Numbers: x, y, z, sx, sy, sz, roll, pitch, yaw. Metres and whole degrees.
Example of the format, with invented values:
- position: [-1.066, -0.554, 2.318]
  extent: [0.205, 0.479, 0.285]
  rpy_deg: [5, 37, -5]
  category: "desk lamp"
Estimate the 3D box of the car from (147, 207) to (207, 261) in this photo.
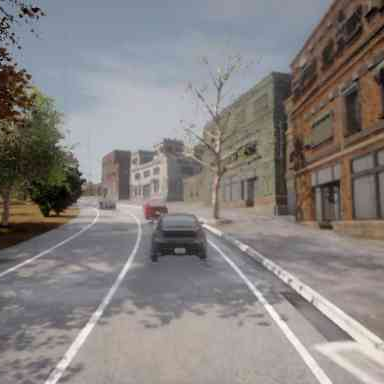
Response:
- position: [-0.564, 1.524, 12.436]
  extent: [1.837, 1.490, 4.892]
  rpy_deg: [1, 0, -5]
  category: "car"

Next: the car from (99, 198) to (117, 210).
- position: [-10.675, 1.502, 42.028]
  extent: [1.837, 1.490, 4.892]
  rpy_deg: [2, -1, -21]
  category: "car"

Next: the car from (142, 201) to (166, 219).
- position: [-3.316, 1.548, 29.420]
  extent: [1.882, 1.535, 5.008]
  rpy_deg: [1, 0, -13]
  category: "car"
